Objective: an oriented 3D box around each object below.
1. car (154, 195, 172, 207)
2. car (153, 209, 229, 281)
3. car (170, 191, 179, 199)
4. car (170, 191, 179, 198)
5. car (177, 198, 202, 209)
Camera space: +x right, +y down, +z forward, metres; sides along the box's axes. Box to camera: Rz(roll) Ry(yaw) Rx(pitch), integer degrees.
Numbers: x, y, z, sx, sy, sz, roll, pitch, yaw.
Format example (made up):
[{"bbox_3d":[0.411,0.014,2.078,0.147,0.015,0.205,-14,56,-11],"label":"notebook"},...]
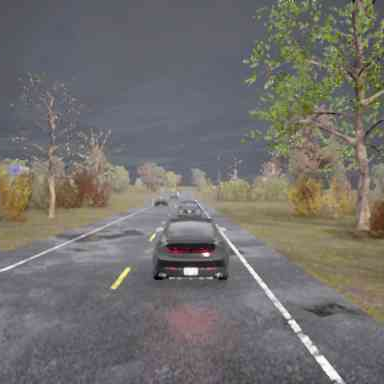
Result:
[{"bbox_3d":[-4.198,1.397,46.144,1.895,1.301,4.718,0,0,-2],"label":"car"},{"bbox_3d":[-0.029,1.465,9.692,1.837,1.490,4.892,0,0,0],"label":"car"},{"bbox_3d":[-4.551,0.658,87.413,2.150,2.045,5.566,0,0,-1],"label":"car"},{"bbox_3d":[-4.343,0.958,79.988,2.033,1.411,5.357,0,0,-3],"label":"car"},{"bbox_3d":[-0.202,1.439,26.195,2.033,1.411,5.357,0,0,0],"label":"car"}]
